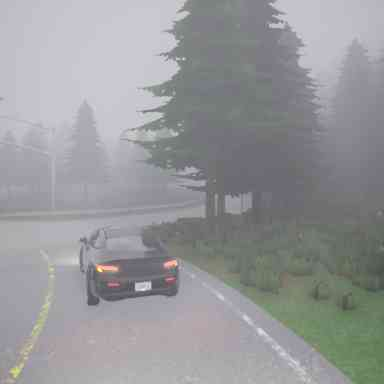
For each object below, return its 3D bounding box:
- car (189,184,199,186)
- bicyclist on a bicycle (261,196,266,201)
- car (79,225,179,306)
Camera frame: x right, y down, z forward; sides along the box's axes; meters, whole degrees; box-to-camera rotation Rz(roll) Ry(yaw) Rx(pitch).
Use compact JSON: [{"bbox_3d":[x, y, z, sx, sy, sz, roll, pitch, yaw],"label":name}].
[{"bbox_3d":[0.576,-1.747,69.734,1.994,1.385,4.181,0,5,-5],"label":"car"},{"bbox_3d":[6.311,0.894,30.393,1.656,1.620,0.582,-13,-4,35],"label":"bicyclist on a bicycle"},{"bbox_3d":[-1.683,1.526,8.115,1.812,1.442,4.674,0,0,-21],"label":"car"}]
